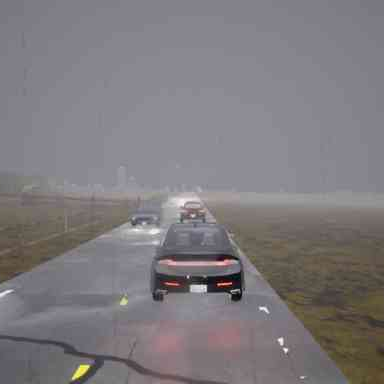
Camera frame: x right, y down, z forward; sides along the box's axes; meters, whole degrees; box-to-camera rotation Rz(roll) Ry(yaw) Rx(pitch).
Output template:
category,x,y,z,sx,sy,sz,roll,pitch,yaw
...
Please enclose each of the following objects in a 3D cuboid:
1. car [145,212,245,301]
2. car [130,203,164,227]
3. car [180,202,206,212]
category,x,y,z,sx,sy,sz,roll,pitch,yaw
car,0.094,1.485,8.287,2.128,1.511,4.902,0,0,0
car,-2.878,1.497,22.693,2.033,1.411,5.357,0,0,0
car,0.068,1.464,25.274,1.812,1.442,4.674,0,0,0
